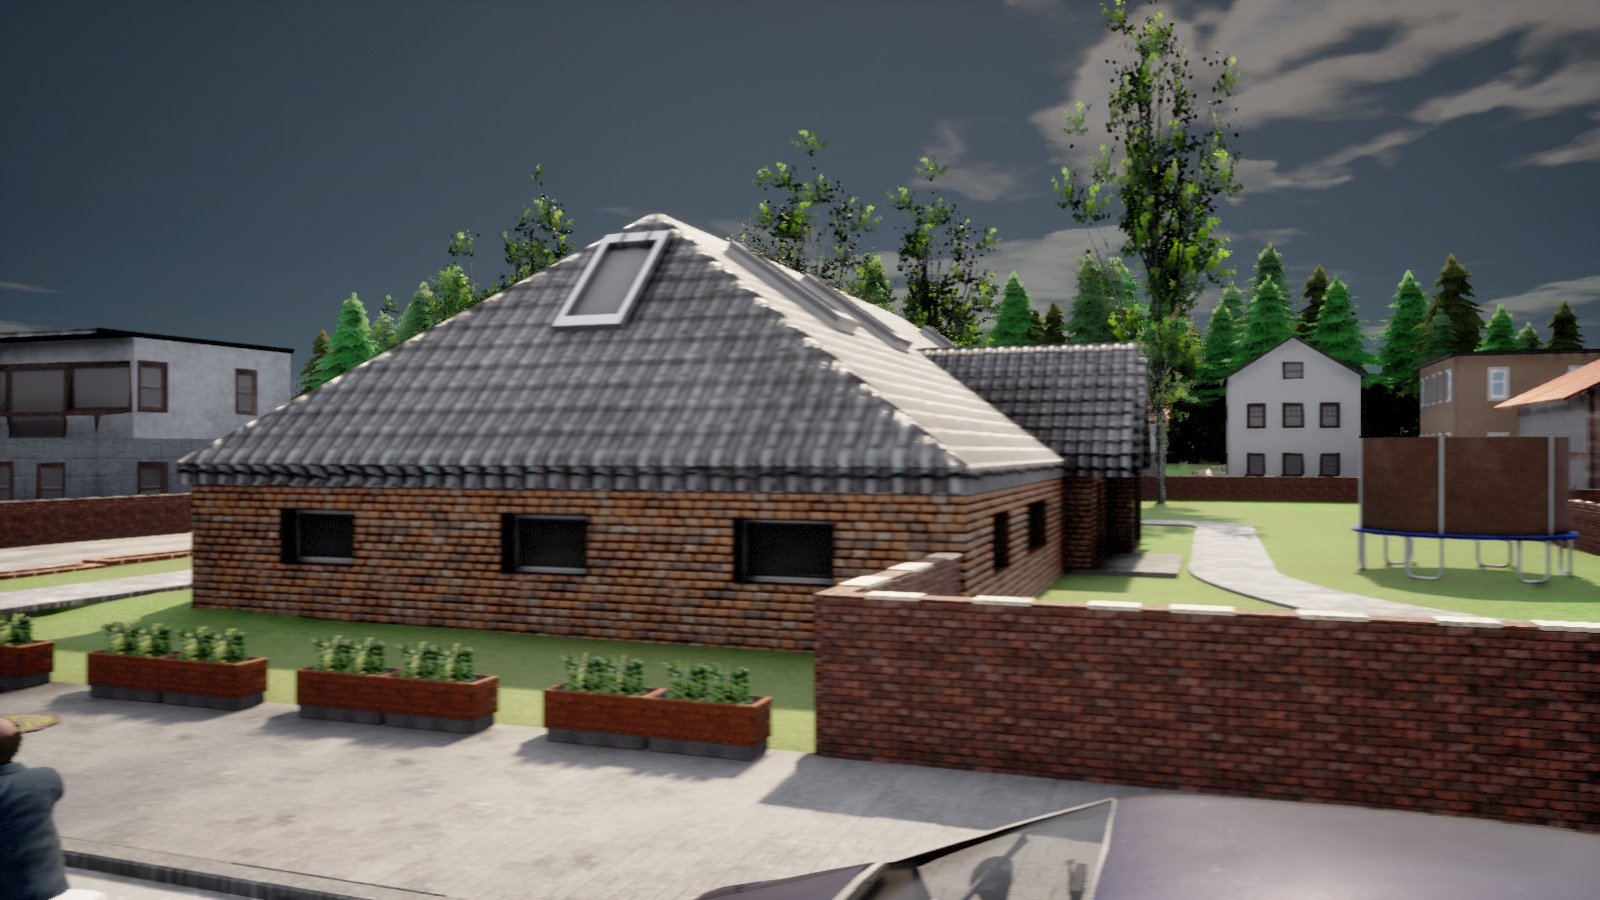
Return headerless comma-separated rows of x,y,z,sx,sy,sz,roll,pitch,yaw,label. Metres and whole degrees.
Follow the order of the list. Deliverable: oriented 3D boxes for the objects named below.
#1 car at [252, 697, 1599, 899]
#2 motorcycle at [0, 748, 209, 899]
1.045,1.968,3.417,4.611,1.667,2.242,0,0,20,car
-3.704,2.142,5.133,1.805,1.316,0.856,0,0,19,motorcycle
